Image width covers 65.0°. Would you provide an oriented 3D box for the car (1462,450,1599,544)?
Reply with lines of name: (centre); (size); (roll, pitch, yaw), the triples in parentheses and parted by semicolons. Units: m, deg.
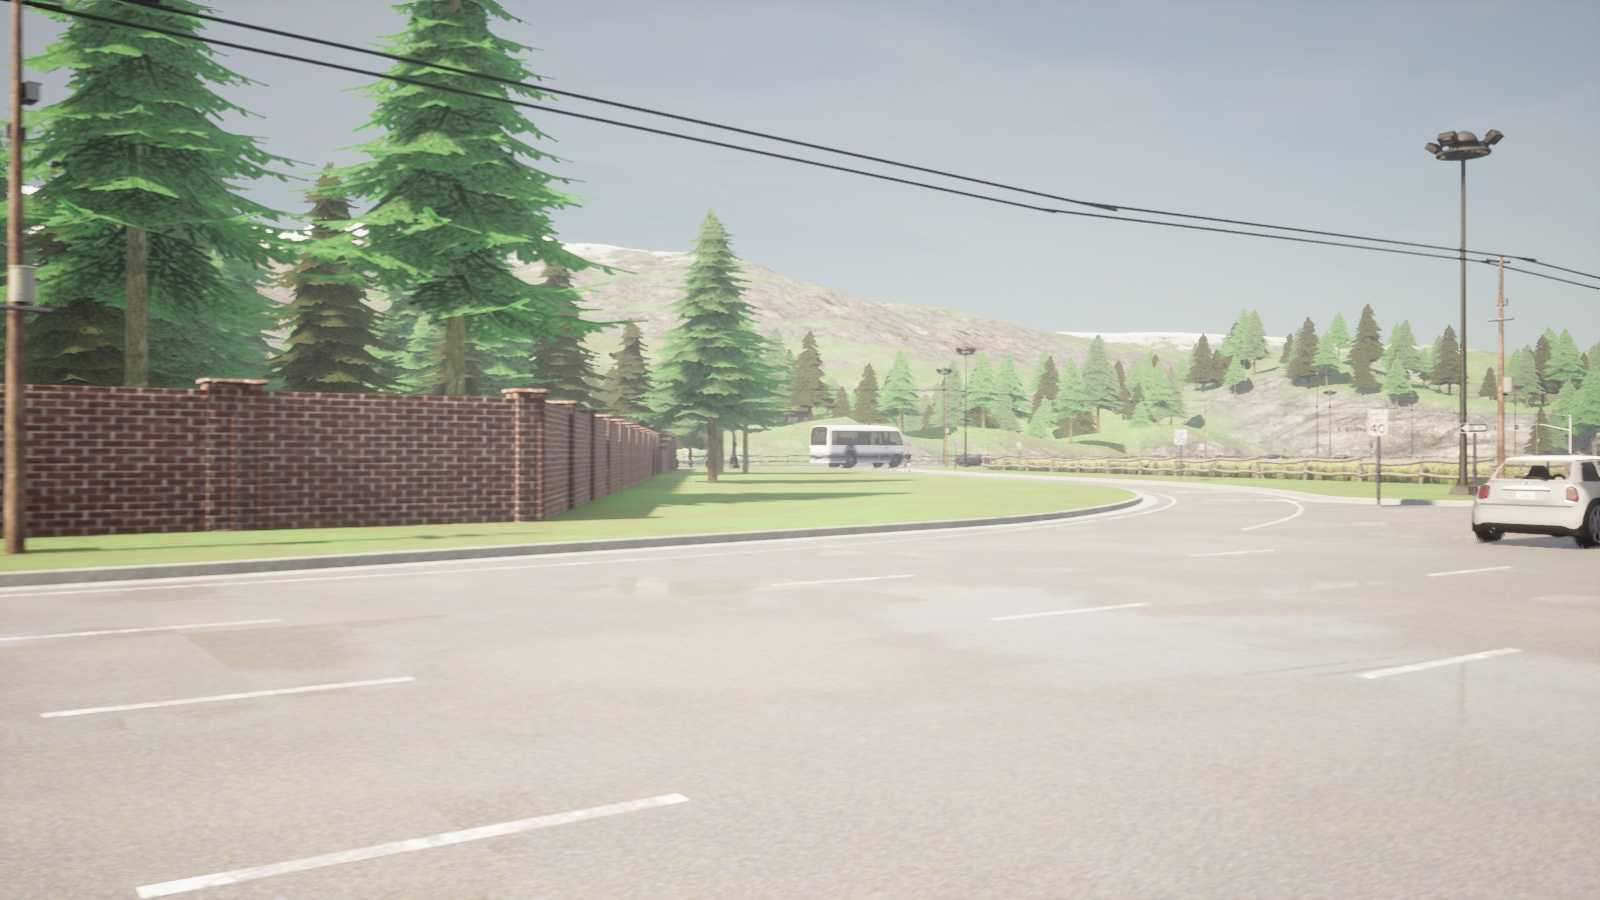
car: (13.276, 0.733, 21.428); (3.806, 1.475, 1.970); (0, 0, -35)
